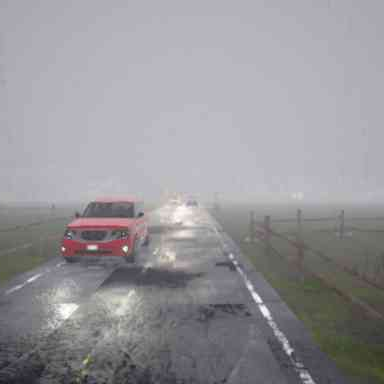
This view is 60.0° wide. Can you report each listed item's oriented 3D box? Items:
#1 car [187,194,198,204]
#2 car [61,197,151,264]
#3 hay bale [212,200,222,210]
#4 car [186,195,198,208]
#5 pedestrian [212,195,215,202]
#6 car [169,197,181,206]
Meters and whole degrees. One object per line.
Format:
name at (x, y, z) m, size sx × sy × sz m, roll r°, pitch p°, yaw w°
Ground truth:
car at (0.024, 1.379, 64.334) m, size 2.097 × 1.767 × 4.553 m, roll 0°, pitch 0°, yaw 0°
car at (-2.846, 1.229, 12.266) m, size 2.150 × 2.045 × 5.566 m, roll 0°, pitch 0°, yaw 0°
hay bale at (3.142, 1.674, 42.067) m, size 1.220 × 1.180 × 1.240 m, roll 0°, pitch 0°, yaw 0°
car at (0.020, 1.569, 49.684) m, size 2.033 × 1.411 × 5.357 m, roll 0°, pitch 0°, yaw 0°
pedestrian at (2.841, 1.319, 43.166) m, size 0.375 × 1.860 × 0.375 m, roll 0°, pitch 0°, yaw 4°
car at (-2.785, 1.500, 54.724) m, size 1.882 × 1.535 × 5.008 m, roll 0°, pitch 0°, yaw 1°
